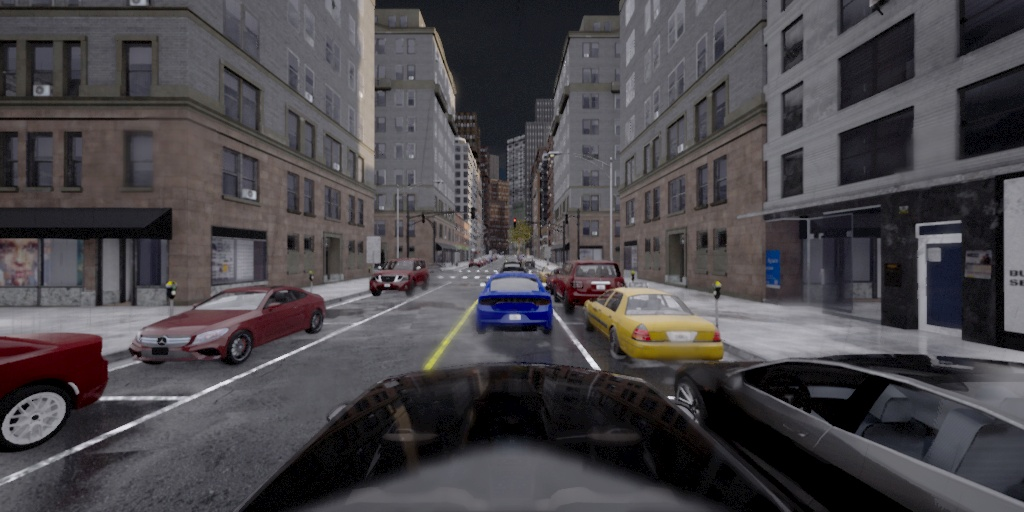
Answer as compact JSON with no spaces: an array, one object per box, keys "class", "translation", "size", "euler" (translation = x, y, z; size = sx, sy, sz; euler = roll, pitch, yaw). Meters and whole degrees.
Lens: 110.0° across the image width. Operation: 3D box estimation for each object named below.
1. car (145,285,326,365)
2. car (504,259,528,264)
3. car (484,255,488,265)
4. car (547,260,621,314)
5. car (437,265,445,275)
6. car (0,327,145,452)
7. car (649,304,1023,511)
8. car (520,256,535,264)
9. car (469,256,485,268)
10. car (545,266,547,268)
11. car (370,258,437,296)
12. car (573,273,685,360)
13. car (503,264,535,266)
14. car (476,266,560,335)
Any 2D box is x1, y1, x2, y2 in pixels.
[{"class":"car","translation":[-5.767,1.325,7.975],"size":[1.802,1.307,4.207],"euler":[0,0,0]},{"class":"car","translation":[0.031,1.201,27.051],"size":[1.837,1.490,4.892],"euler":[0,0,0]},{"class":"car","translation":[-5.801,0.954,62.166],"size":[1.967,1.591,4.097],"euler":[0,0,0]},{"class":"car","translation":[2.755,1.048,13.528],"size":[2.192,1.841,5.009],"euler":[0,0,0]},{"class":"car","translation":[-9.133,1.148,35.571],"size":[4.902,1.511,2.128],"euler":[0,0,13]},{"class":"car","translation":[-5.763,1.295,2.423],"size":[1.888,1.381,4.507],"euler":[0,0,0]},{"class":"car","translation":[2.762,1.316,2.421],"size":[1.948,1.339,4.313],"euler":[0,0,0]},{"class":"car","translation":[2.728,1.100,56.740],"size":[2.007,1.370,4.403],"euler":[0,0,0]},{"class":"car","translation":[-5.797,1.094,56.741],"size":[1.888,1.381,4.507],"euler":[0,0,0]},{"class":"car","translation":[2.752,1.303,19.079],"size":[1.802,1.307,4.207],"euler":[0,0,0]},{"class":"car","translation":[-5.774,1.035,19.081],"size":[2.192,1.841,5.009],"euler":[0,0,0]},{"class":"car","translation":[2.759,1.268,8.144],"size":[1.751,1.417,4.829],"euler":[0,0,0]},{"class":"car","translation":[0.083,1.287,18.138],"size":[1.994,1.385,4.181],"euler":[0,0,0]},{"class":"car","translation":[0.045,1.217,10.512],"size":[1.882,1.535,5.008],"euler":[0,0,-1]}]
